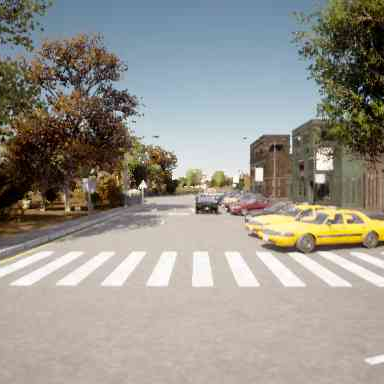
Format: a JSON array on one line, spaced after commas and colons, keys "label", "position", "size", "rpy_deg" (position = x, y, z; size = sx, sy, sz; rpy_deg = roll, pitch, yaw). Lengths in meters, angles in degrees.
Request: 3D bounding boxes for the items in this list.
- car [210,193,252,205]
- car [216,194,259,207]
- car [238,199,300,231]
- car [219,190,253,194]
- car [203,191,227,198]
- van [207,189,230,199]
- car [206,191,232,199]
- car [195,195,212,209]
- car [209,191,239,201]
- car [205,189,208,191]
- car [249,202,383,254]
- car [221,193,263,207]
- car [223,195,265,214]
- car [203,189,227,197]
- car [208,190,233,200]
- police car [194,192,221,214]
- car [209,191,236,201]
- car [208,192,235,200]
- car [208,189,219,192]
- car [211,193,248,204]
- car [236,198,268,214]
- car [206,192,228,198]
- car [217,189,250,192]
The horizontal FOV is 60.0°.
[{"label": "car", "position": [5.323, 0.927, 45.770], "size": [5.366, 1.575, 1.946], "rpy_deg": [1, 1, -20]}, {"label": "car", "position": [5.450, 1.042, 39.834], "size": [4.674, 1.452, 2.002], "rpy_deg": [1, 0, -20]}, {"label": "car", "position": [5.156, 1.305, 15.762], "size": [5.366, 1.575, 1.946], "rpy_deg": [1, 1, -20]}, {"label": "car", "position": [5.446, 0.950, 33.835], "size": [4.553, 1.767, 2.185], "rpy_deg": [1, 1, -20]}, {"label": "car", "position": [5.529, 0.597, 78.806], "size": [5.366, 1.575, 1.946], "rpy_deg": [1, 1, -20]}, {"label": "van", "position": [5.790, 0.433, 72.904], "size": [4.442, 1.987, 1.878], "rpy_deg": [1, 0, -20]}, {"label": "car", "position": [5.656, 0.686, 69.861], "size": [5.008, 1.535, 2.097], "rpy_deg": [1, 0, -20]}, {"label": "car", "position": [1.301, 1.095, 39.563], "size": [1.837, 1.490, 4.892], "rpy_deg": [0, 1, 0]}, {"label": "car", "position": [5.555, 0.677, 57.840], "size": [4.553, 1.767, 2.185], "rpy_deg": [1, 0, -20]}, {"label": "car", "position": [5.519, 0.614, 51.825], "size": [5.566, 2.045, 2.435], "rpy_deg": [1, 1, -20]}, {"label": "car", "position": [5.150, 1.345, 12.761], "size": [5.366, 1.575, 1.946], "rpy_deg": [1, 1, -20]}, {"label": "car", "position": [5.367, 1.142, 30.817], "size": [4.792, 1.488, 2.163], "rpy_deg": [1, 1, -20]}, {"label": "car", "position": [5.380, 1.191, 27.826], "size": [4.674, 1.452, 2.002], "rpy_deg": [0, 1, -20]}, {"label": "car", "position": [5.745, 0.294, 84.895], "size": [5.566, 2.045, 2.435], "rpy_deg": [1, 0, -20]}, {"label": "car", "position": [5.680, 0.590, 66.857], "size": [4.553, 1.767, 2.185], "rpy_deg": [1, 1, -20]}, {"label": "police car", "position": [1.243, 1.096, 29.672], "size": [1.930, 1.638, 5.238], "rpy_deg": [0, 1, 0]}, {"label": "car", "position": [5.576, 0.647, 60.841], "size": [4.553, 1.767, 2.185], "rpy_deg": [1, 0, -20]}, {"label": "car", "position": [5.628, 0.784, 63.851], "size": [4.674, 1.452, 2.002], "rpy_deg": [1, 1, -20]}, {"label": "car", "position": [5.465, 0.715, 42.809], "size": [5.566, 2.045, 2.435], "rpy_deg": [1, 1, -20]}, {"label": "car", "position": [5.491, 0.928, 48.827], "size": [4.792, 1.488, 2.163], "rpy_deg": [1, 1, -20]}, {"label": "car", "position": [5.347, 1.271, 18.826], "size": [4.892, 1.521, 2.231], "rpy_deg": [1, 1, -20]}, {"label": "car", "position": [5.698, 0.670, 75.864], "size": [4.674, 1.452, 2.002], "rpy_deg": [1, 1, -20]}, {"label": "car", "position": [5.466, 0.913, 36.836], "size": [4.553, 1.767, 2.185], "rpy_deg": [1, 1, -20]}]
